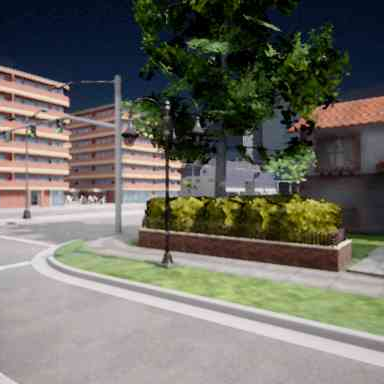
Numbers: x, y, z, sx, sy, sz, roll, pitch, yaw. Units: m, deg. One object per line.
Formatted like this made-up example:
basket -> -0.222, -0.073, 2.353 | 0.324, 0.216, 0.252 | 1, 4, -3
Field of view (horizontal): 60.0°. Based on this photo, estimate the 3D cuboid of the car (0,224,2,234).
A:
car -> -11.239, 1.538, 14.869 | 1.837, 1.490, 4.892 | 0, 0, 36
